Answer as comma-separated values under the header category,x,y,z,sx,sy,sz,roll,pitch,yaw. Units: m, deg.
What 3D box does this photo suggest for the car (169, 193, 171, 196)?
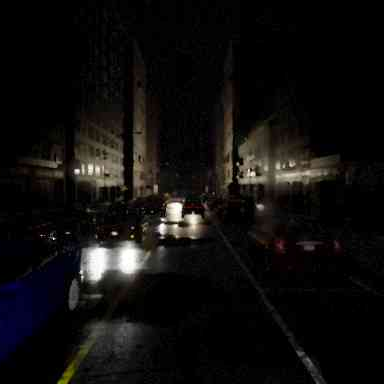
category,x,y,z,sx,sy,sz,roll,pitch,yaw
car,-5.701,1.022,65.285,2.008,1.369,4.403,-1,0,0

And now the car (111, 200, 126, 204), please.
category,x,y,z,sx,sy,sz,roll,pitch,yaw
car,-5.684,1.410,21.041,1.802,1.307,4.206,-1,0,0

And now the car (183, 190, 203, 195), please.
category,x,y,z,sx,sy,sz,roll,pitch,yaw
car,0.076,0.983,45.754,2.097,1.767,4.553,0,0,0

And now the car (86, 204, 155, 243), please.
category,x,y,z,sx,sy,sz,roll,pitch,yaw
car,-3.075,1.440,15.165,1.994,1.385,4.181,0,0,0

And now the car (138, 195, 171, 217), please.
category,x,y,z,sx,sy,sz,roll,pitch,yaw
car,-3.077,1.277,28.094,1.837,1.490,4.892,0,0,0

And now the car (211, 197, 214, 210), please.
category,x,y,z,sx,sy,sz,roll,pitch,yaw
car,2.839,1.350,26.591,1.947,1.339,4.313,-1,0,0

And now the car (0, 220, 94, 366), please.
category,x,y,z,sx,sy,sz,roll,pitch,yaw
car,-3.095,1.438,4.632,1.882,1.535,5.008,0,0,0

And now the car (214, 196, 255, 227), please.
category,x,y,z,sx,sy,sz,roll,pitch,yaw
car,2.839,1.144,21.060,2.192,1.841,5.009,-1,0,0

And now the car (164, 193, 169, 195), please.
category,x,y,z,sx,sy,sz,roll,pitch,yaw
car,-5.699,1.061,59.754,1.887,1.381,4.507,-1,0,0

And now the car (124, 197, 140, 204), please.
category,x,y,z,sx,sy,sz,roll,pitch,yaw
car,-5.686,1.350,26.571,1.947,1.339,4.313,-1,0,0

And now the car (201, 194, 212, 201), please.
category,x,y,z,sx,sy,sz,roll,pitch,yaw
car,2.825,1.022,65.295,2.008,1.369,4.403,-1,0,0

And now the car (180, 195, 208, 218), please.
category,x,y,z,sx,sy,sz,roll,pitch,yaw
car,0.079,1.283,27.634,1.837,1.490,4.892,0,1,0

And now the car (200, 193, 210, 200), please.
category,x,y,z,sx,sy,sz,roll,pitch,yaw
car,2.823,0.992,70.824,1.947,1.339,4.313,-1,0,0

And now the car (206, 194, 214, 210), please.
category,x,y,z,sx,sy,sz,roll,pitch,yaw
car,2.835,1.262,37.649,1.947,1.339,4.313,-1,0,0

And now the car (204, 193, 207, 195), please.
category,x,y,z,sx,sy,sz,roll,pitch,yaw
car,2.833,1.176,43.348,1.752,1.417,4.829,-1,0,0

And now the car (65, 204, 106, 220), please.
category,x,y,z,sx,sy,sz,roll,pitch,yaw
car,-5.682,1.438,15.510,1.947,1.339,4.313,-1,0,0

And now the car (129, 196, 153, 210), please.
category,x,y,z,sx,sy,sz,roll,pitch,yaw
car,-5.690,1.246,37.632,2.008,1.369,4.403,-1,0,0

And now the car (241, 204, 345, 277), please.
category,x,y,z,sx,sy,sz,roll,pitch,yaw
car,2.844,1.358,10.003,1.967,1.590,4.097,-1,0,0

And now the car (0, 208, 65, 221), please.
category,x,y,z,sx,sy,sz,roll,pitch,yaw
car,-5.681,1.357,9.979,1.967,1.590,4.097,-1,0,0

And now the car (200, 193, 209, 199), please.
category,x,y,z,sx,sy,sz,roll,pitch,yaw
car,2.821,0.963,76.354,1.802,1.307,4.206,-1,0,0
